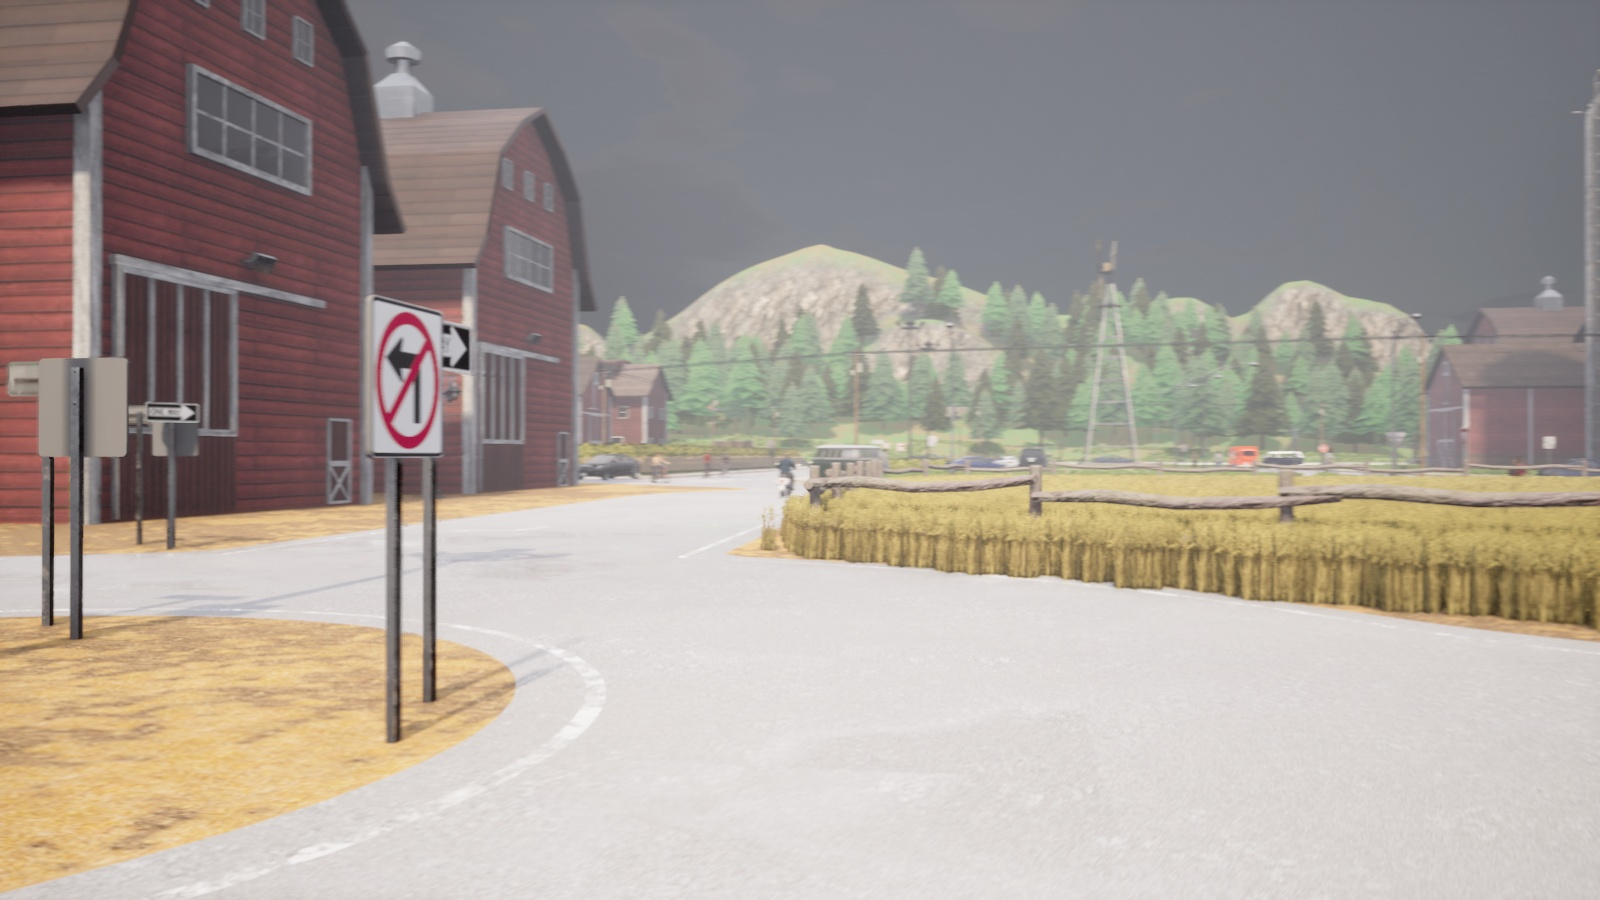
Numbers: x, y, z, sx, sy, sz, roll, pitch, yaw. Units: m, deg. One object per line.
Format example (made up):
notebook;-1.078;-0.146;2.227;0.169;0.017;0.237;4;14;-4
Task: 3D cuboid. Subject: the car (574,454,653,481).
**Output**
car;-10.662;0.998;72.267;2.163;1.488;4.792;0;0;26

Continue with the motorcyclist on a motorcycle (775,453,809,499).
motorcyclist on a motorcycle;-0.272;0.891;44.561;0.866;1.590;1.817;1;0;11

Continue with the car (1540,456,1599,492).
car;31.491;0.908;48.889;4.181;1.385;1.994;0;0;10

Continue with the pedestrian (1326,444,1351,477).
pedestrian;30.137;0.596;70.303;0.874;1.855;0.900;0;0;-21

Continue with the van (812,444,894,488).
van;2.478;0.718;59.535;1.775;1.987;4.442;0;0;-30

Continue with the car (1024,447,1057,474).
car;18.697;0.815;97.585;2.150;2.045;5.566;0;0;15

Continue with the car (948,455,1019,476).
car;13.033;1.107;89.227;4.674;1.442;1.812;0;0;-21
